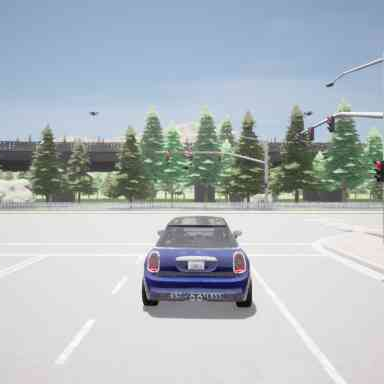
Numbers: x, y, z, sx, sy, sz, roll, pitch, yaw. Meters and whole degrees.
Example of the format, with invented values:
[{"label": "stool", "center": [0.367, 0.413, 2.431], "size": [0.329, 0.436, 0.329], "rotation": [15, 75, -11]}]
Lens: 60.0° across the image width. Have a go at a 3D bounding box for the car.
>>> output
[{"label": "car", "center": [0.173, 1.352, 8.152], "size": [2.097, 1.767, 4.553], "rotation": [0, 0, 3]}]
